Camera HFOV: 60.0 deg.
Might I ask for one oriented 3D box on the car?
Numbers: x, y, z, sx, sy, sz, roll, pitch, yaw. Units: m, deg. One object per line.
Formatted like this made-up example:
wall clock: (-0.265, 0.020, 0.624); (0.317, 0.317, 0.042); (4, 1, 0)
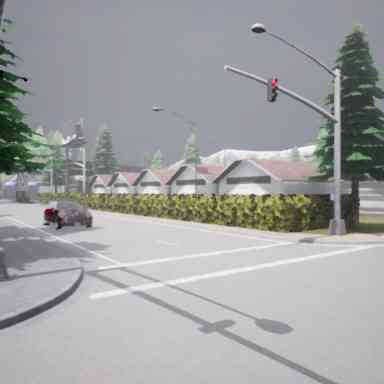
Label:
car: (-7.988, 1.310, 21.235); (2.097, 1.767, 4.553); (0, 0, -36)
